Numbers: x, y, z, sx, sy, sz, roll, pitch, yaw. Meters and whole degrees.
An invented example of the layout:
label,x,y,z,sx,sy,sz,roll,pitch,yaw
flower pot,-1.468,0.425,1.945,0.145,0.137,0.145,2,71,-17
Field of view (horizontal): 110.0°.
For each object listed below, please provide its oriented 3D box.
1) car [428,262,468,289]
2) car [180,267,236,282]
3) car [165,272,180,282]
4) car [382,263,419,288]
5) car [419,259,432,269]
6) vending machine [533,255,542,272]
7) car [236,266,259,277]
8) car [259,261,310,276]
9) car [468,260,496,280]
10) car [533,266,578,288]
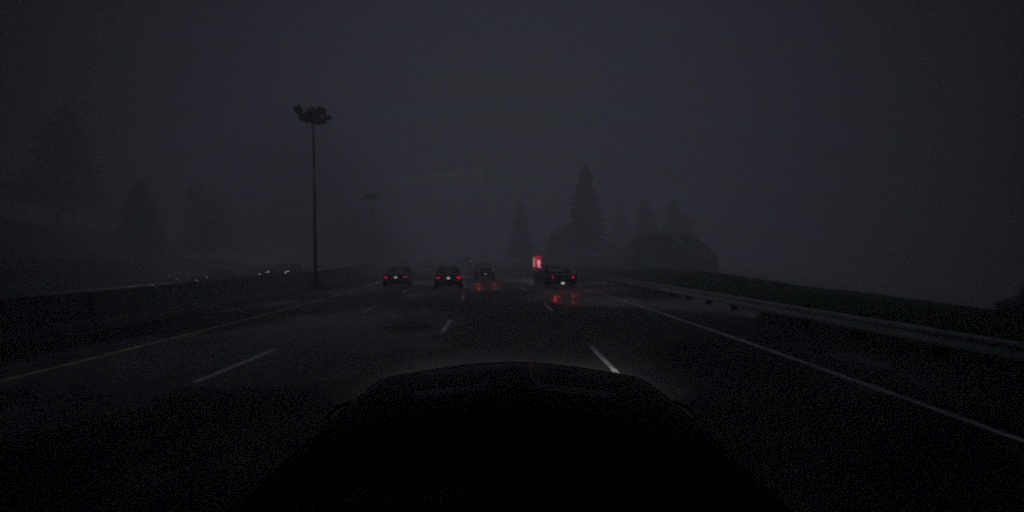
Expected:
label,x,y,z,sx,sy,sz,roll,pitch,yaw
car,-4.266,1.371,23.875,2.033,1.411,5.357,-1,0,-11
car,-28.239,1.757,34.044,2.033,1.411,5.357,-1,0,-13
car,-32.399,1.877,36.226,1.895,1.301,4.718,-1,0,-14
car,-8.060,1.432,25.709,2.033,1.411,5.357,-1,0,-11
car,-15.011,1.356,62.092,2.097,1.767,4.553,-1,0,-23
vending machine,3.207,0.904,44.823,1.100,2.100,0.880,0,0,-14
car,-25.093,1.685,35.793,1.812,1.442,4.674,-1,0,-13
car,-20.932,1.445,33.215,2.097,1.767,4.553,-1,0,-12
car,-2.626,1.325,31.863,1.812,1.442,4.674,-1,0,-11
car,2.697,1.312,23.536,1.895,1.301,4.718,-1,0,-8
